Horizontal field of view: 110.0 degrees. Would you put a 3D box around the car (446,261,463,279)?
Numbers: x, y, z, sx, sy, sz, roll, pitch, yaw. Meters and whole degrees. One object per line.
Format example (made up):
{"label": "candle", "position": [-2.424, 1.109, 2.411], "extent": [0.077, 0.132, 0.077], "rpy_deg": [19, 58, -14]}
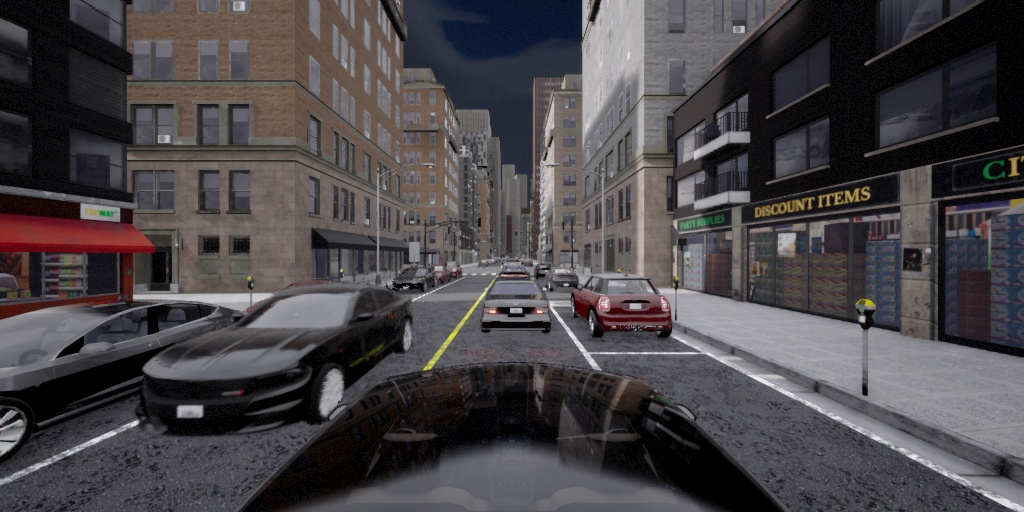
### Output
{"label": "car", "position": [-5.620, 1.193, 32.268], "extent": [1.967, 1.591, 4.097], "rpy_deg": [0, 0, 0]}

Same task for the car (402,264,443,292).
{"label": "car", "position": [-5.638, 1.317, 21.265], "extent": [1.948, 1.339, 4.313], "rpy_deg": [0, 0, 0]}

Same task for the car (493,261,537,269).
{"label": "car", "position": [0.129, 1.242, 21.242], "extent": [2.128, 1.511, 4.902], "rpy_deg": [0, 0, 0]}

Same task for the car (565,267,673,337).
{"label": "car", "position": [2.868, 1.190, 10.248], "extent": [1.967, 1.591, 4.097], "rpy_deg": [0, 0, 0]}

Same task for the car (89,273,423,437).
{"label": "car", "position": [-3.096, 1.227, 5.949], "extent": [1.882, 1.535, 5.008], "rpy_deg": [0, 0, 0]}

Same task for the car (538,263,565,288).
{"label": "car", "position": [2.887, 1.301, 21.251], "extent": [2.007, 1.370, 4.403], "rpy_deg": [0, 0, 0]}

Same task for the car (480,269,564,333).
{"label": "car", "position": [0.110, 1.297, 10.719], "extent": [2.033, 1.411, 5.357], "rpy_deg": [0, 0, 0]}

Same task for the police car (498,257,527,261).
{"label": "police car", "position": [0.046, 1.178, 31.261], "extent": [1.930, 1.638, 5.238], "rpy_deg": [0, 0, 0]}

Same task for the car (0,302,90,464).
{"label": "car", "position": [-5.667, 1.316, 4.762], "extent": [1.948, 1.339, 4.313], "rpy_deg": [0, 0, 0]}

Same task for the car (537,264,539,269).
{"label": "car", "position": [2.905, 1.319, 32.253], "extent": [1.948, 1.339, 4.313], "rpy_deg": [0, 0, 0]}

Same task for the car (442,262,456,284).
{"label": "car", "position": [-5.630, 1.334, 26.767], "extent": [1.802, 1.307, 4.207], "rpy_deg": [0, 0, 0]}
